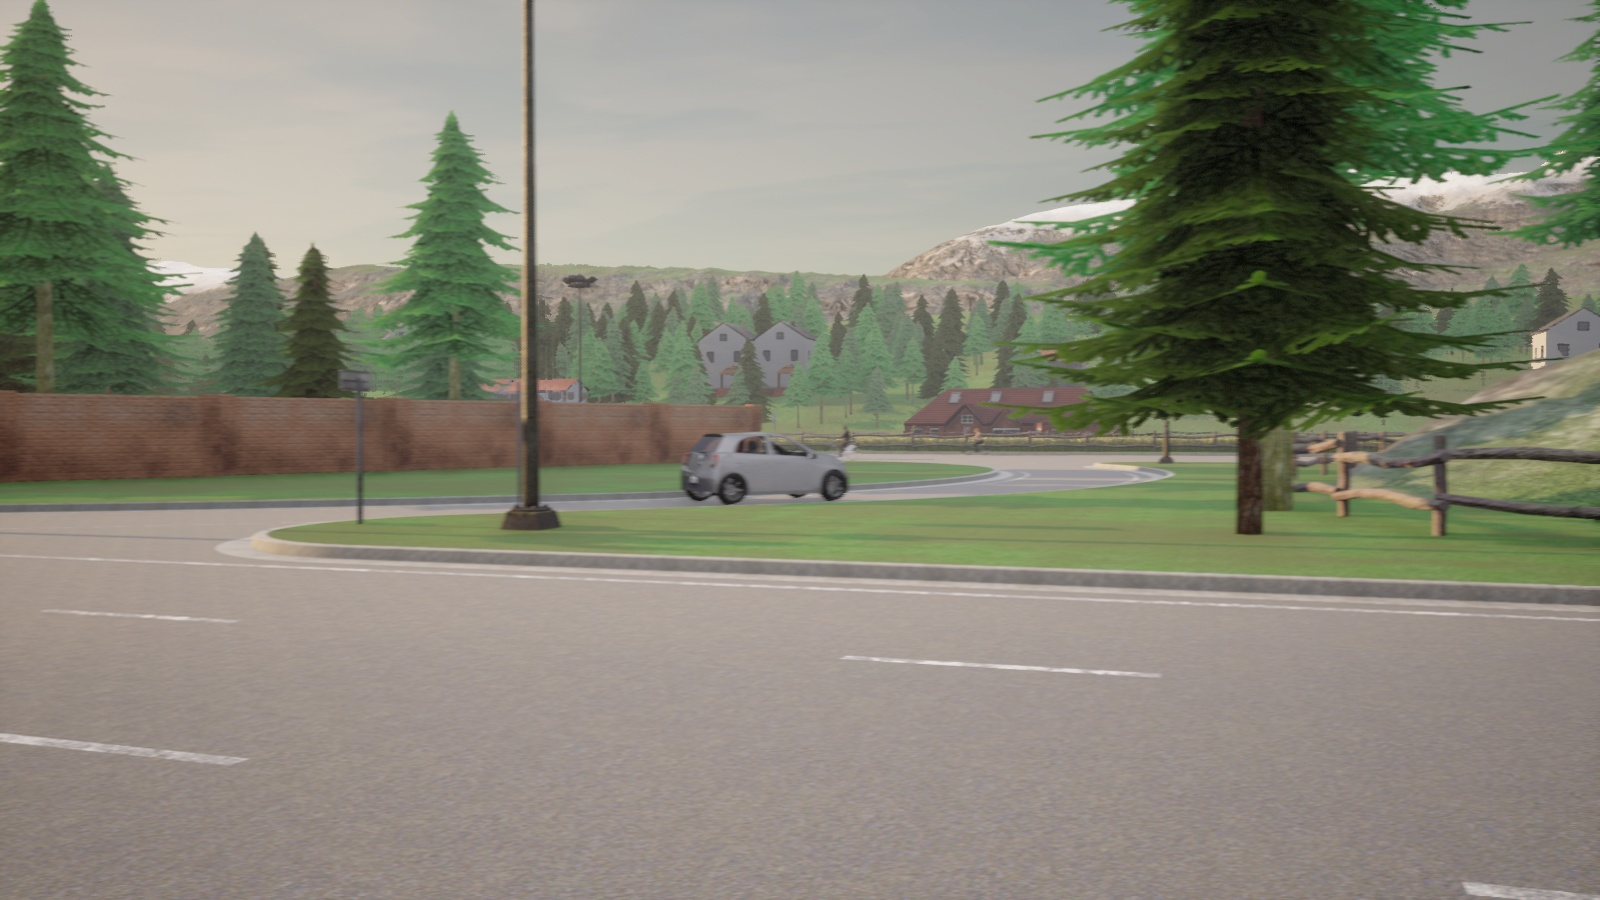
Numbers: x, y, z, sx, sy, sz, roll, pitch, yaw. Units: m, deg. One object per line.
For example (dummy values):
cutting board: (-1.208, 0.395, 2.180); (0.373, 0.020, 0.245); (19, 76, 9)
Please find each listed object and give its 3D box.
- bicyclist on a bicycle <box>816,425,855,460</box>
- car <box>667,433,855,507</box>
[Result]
bicyclist on a bicycle: (1.839, -0.372, 64.990); (1.843, 1.776, 0.659); (1, 1, 19)
car: (-0.835, 0.385, 27.174); (3.633, 1.501, 1.845); (0, 1, -32)
